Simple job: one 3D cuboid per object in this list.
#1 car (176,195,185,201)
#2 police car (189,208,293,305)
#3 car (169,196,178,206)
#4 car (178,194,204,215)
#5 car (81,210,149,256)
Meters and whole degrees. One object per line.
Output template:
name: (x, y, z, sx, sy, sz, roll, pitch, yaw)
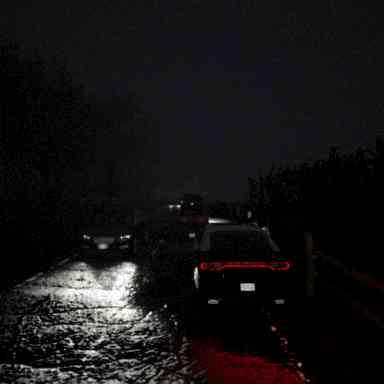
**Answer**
car: (-2.861, 1.493, 83.174, 2.128, 1.511, 4.902, 0, 0, 0)
police car: (0.950, 1.423, 8.281, 1.930, 1.638, 5.238, 0, 0, 0)
car: (-2.826, 1.541, 55.965, 2.033, 1.411, 5.357, 0, 0, 0)
car: (0.016, 1.216, 33.760, 2.150, 2.045, 5.566, 0, 0, 0)
car: (-2.868, 1.488, 13.176, 2.128, 1.511, 4.902, 0, 0, 0)
